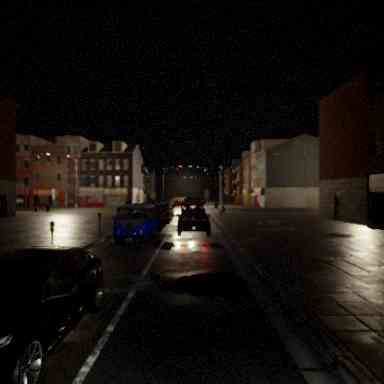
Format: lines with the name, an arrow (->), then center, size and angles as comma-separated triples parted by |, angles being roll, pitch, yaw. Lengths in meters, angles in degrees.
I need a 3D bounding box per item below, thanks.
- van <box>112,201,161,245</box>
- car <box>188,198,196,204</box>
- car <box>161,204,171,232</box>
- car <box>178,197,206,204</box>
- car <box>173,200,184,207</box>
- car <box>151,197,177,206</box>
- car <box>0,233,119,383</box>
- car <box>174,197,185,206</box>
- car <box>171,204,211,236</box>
van -> -2.639, 1.484, 16.024 | 1.690, 1.788, 3.998 | 0, -1, 0
car -> 0.020, 2.246, 84.476 | 1.895, 1.301, 4.718 | 0, -1, 0
car -> -2.637, 1.737, 21.456 | 1.887, 1.381, 4.507 | 0, -1, 0
car -> 0.108, 1.510, 31.843 | 2.150, 2.045, 5.566 | 0, -1, 0
car -> -2.628, 2.170, 64.158 | 1.947, 1.339, 4.313 | 0, -1, 0
car -> -2.638, 1.557, 26.892 | 2.192, 1.841, 5.009 | 0, -1, 0
car -> -2.641, 1.612, 5.155 | 1.947, 1.339, 4.313 | 0, 0, 0
car -> -2.629, 1.975, 69.587 | 2.192, 1.841, 5.009 | 0, -1, 0
car -> 0.103, 1.667, 19.524 | 2.128, 1.511, 4.902 | 0, 0, 0
